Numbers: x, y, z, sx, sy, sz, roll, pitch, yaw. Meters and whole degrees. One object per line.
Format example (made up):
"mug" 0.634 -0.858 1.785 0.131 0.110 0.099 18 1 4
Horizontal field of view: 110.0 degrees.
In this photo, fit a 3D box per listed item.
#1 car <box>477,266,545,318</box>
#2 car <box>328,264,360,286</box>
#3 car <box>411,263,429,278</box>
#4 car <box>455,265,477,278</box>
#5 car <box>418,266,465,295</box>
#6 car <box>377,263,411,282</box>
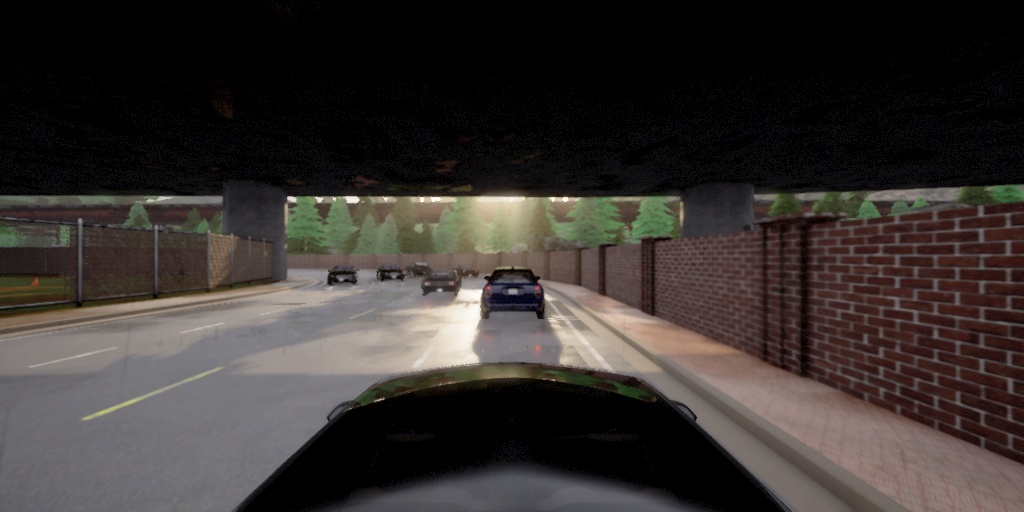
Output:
"car" 0.020 1.159 13.447 2.097 1.767 4.553 0 0 0
"car" -12.575 1.370 26.915 2.128 1.511 4.902 0 0 -21
"car" -9.819 1.433 37.153 1.837 1.490 4.892 1 -1 -32
"car" -4.997 1.522 35.998 1.895 1.301 4.718 0 0 -27
"car" -3.872 1.444 20.371 1.895 1.301 4.718 0 0 -5
"car" -10.439 1.389 30.800 2.128 1.511 4.902 0 0 -26
